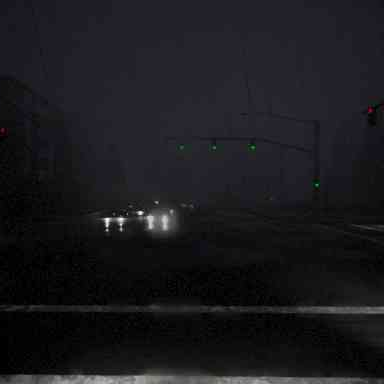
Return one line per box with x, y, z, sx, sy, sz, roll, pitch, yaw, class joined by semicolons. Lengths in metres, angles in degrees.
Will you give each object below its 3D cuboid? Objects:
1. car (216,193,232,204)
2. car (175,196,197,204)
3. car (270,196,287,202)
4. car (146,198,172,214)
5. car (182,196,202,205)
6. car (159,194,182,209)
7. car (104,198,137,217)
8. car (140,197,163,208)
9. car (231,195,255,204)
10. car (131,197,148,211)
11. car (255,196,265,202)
6.844;1.240;65.305;2.150;2.045;5.566;0;0;35;car
-1.159;1.566;65.459;2.033;1.411;5.357;0;0;27;car
18.830;1.545;73.137;4.674;1.442;1.812;0;0;-36;car
-3.512;1.611;36.377;1.895;1.301;4.718;0;0;-1;car
0.088;1.618;59.650;1.895;1.301;4.718;0;0;23;car
-3.201;1.234;46.075;2.150;2.045;5.566;0;0;5;car
-6.942;1.556;31.950;2.033;1.411;5.357;0;0;-1;car
-6.172;1.562;51.341;2.033;1.411;5.357;0;0;11;car
9.757;1.618;63.031;1.895;1.301;4.718;0;0;32;car
-6.881;1.364;41.425;2.097;1.767;4.553;0;0;1;car
13.765;1.561;73.472;5.357;1.411;2.033;0;0;-39;car
